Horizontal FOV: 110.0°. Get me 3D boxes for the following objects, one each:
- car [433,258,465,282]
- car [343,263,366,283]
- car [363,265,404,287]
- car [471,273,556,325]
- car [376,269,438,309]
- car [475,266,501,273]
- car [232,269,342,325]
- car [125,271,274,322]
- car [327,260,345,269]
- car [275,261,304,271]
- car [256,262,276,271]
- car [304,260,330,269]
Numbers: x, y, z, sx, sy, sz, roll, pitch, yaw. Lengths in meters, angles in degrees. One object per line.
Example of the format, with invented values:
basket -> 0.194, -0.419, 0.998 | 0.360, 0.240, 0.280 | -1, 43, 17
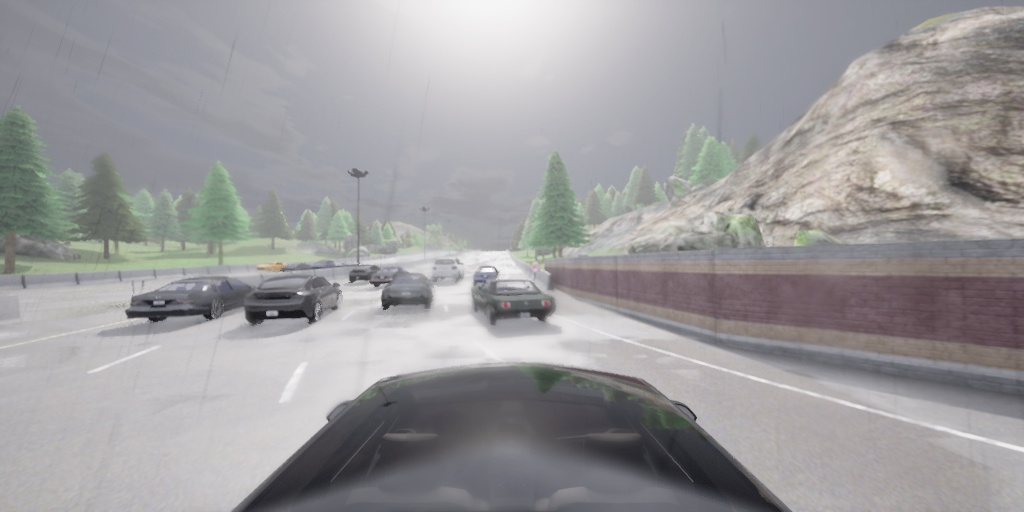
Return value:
car -> -5.469, 1.162, 31.261 | 2.150, 2.045, 5.566 | -1, 0, -1
car -> -12.464, 1.512, 31.220 | 1.837, 1.490, 4.892 | -1, 0, -1
car -> -8.876, 1.525, 26.879 | 2.033, 1.411, 5.357 | -1, 0, -1
car -> -0.197, 1.427, 12.337 | 1.895, 1.301, 4.718 | 0, 0, -15
car -> -4.493, 1.456, 15.952 | 1.994, 1.385, 4.181 | 0, 0, -10
car -> -1.891, 1.459, 27.364 | 2.033, 1.411, 5.357 | -1, 0, -1
car -> -7.402, 1.397, 12.600 | 1.837, 1.490, 4.892 | 0, 0, -13
car -> -11.130, 1.475, 13.238 | 2.033, 1.411, 5.357 | 0, 0, -12
car -> -23.622, 1.582, 50.593 | 1.895, 1.301, 4.718 | -1, 1, -1
car -> -30.628, 1.587, 51.103 | 2.033, 1.411, 5.357 | -1, 1, -1
car -> -34.124, 1.549, 51.126 | 1.882, 1.535, 5.008 | -1, 0, -1
car -> -27.141, 1.354, 51.531 | 2.097, 1.767, 4.553 | -1, 1, -1
